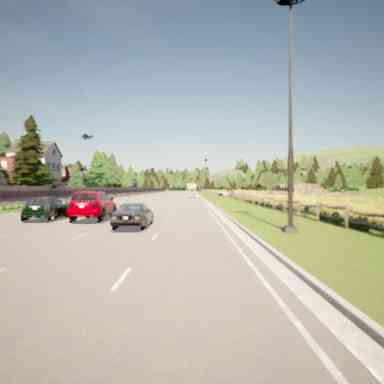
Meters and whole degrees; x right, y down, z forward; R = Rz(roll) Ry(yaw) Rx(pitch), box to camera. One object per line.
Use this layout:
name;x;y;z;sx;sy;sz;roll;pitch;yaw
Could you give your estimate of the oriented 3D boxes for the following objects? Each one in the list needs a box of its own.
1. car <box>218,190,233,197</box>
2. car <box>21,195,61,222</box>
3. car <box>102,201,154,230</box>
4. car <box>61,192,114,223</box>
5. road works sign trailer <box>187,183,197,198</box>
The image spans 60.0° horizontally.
car;8.911;0.325;87.252;3.866;1.878;1.905;0;1;0
car;-10.406;1.105;24.132;2.097;1.767;4.553;0;1;0
car;-3.407;1.347;19.538;2.033;1.411;5.357;0;1;0
car;-6.904;0.981;23.463;2.150;2.045;5.566;0;1;0
road works sign trailer;-0.009;-0.332;78.240;2.380;3.560;2.880;0;1;0
